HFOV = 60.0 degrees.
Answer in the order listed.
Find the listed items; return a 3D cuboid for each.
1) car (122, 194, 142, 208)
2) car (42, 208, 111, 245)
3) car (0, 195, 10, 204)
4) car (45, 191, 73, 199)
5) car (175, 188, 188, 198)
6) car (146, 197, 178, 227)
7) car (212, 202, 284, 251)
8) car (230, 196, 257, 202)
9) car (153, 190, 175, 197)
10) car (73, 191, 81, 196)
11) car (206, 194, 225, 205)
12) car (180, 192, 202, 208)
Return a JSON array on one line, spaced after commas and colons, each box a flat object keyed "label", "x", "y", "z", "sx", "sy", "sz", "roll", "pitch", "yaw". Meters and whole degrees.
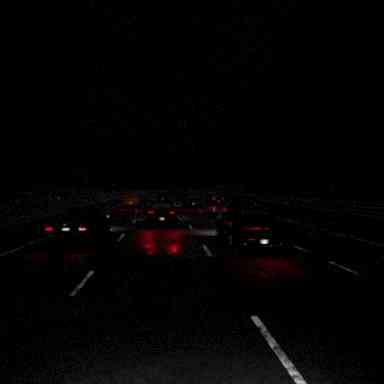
[{"label": "car", "x": -6.958, "y": 0.992, "z": 38.898, "sx": 1.882, "sy": 1.535, "sz": 5.008, "roll": 0, "pitch": 1, "yaw": -5}, {"label": "car", "x": -4.855, "y": 1.393, "z": 14.697, "sx": 2.033, "sy": 1.411, "sz": 5.357, "roll": 0, "pitch": 1, "yaw": -5}, {"label": "car", "x": -24.988, "y": 1.037, "z": 41.965, "sx": 2.033, "sy": 1.411, "sz": 5.357, "roll": 0, "pitch": 1, "yaw": -5}, {"label": "car", "x": -18.233, "y": 0.779, "z": 45.142, "sx": 2.097, "sy": 1.767, "sz": 4.553, "roll": 0, "pitch": 1, "yaw": -5}, {"label": "car", "x": -1.907, "y": 0.357, "z": 60.464, "sx": 2.150, "sy": 2.045, "sz": 5.566, "roll": 0, "pitch": 1, "yaw": -5}, {"label": "car", "x": -1.881, "y": 1.289, "z": 20.901, "sx": 1.812, "sy": 1.442, "sz": 4.674, "roll": 0, "pitch": 1, "yaw": -5}, {"label": "car", "x": 2.182, "y": 1.356, "z": 13.420, "sx": 1.837, "sy": 1.490, "sz": 4.892, "roll": 0, "pitch": 1, "yaw": -5}, {"label": "car", "x": 4.474, "y": 1.154, "z": 28.588, "sx": 1.837, "sy": 1.490, "sz": 4.892, "roll": 0, "pitch": 0, "yaw": -5}, {"label": "car", "x": -3.363, "y": 0.878, "z": 37.955, "sx": 2.097, "sy": 1.767, "sz": 4.553, "roll": 0, "pitch": 1, "yaw": -5}, {"label": "car", "x": -23.466, "y": 0.592, "z": 65.995, "sx": 2.128, "sy": 1.511, "sz": 4.902, "roll": 0, "pitch": 1, "yaw": -5}, {"label": "car", "x": 3.138, "y": 0.945, "z": 44.023, "sx": 1.812, "sy": 1.442, "sz": 4.674, "roll": 0, "pitch": 1, "yaw": -5}, {"label": "car", "x": -0.021, "y": 1.032, "z": 38.782, "sx": 1.812, "sy": 1.442, "sz": 4.674, "roll": 0, "pitch": 1, "yaw": -5}]
